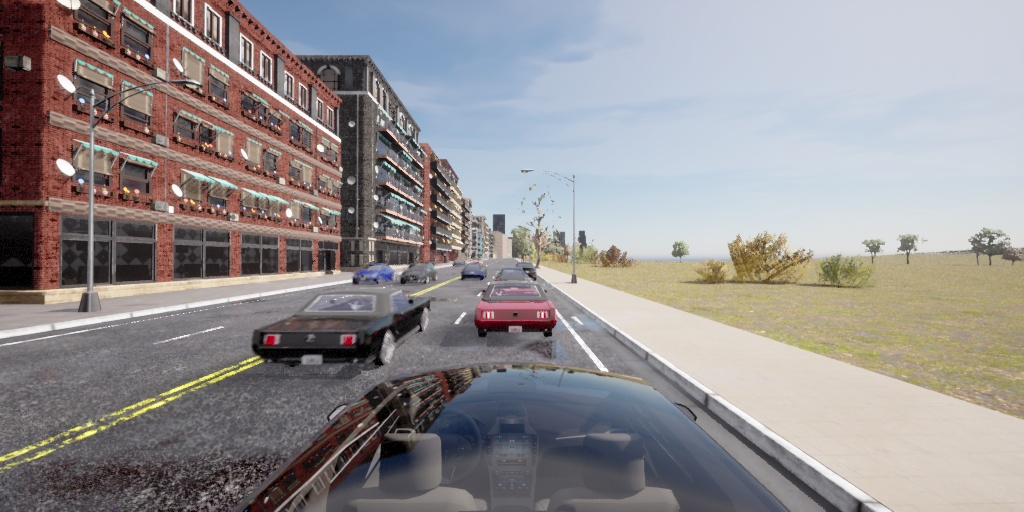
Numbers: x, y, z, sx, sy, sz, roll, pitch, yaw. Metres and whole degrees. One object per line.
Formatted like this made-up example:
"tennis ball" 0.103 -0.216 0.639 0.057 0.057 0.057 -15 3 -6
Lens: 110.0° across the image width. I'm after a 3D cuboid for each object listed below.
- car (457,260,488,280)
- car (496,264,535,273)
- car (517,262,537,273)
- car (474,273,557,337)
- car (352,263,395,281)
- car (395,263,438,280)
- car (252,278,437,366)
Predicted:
"car" -3.244 1.318 31.371 1.994 1.385 4.181 0 0 0
"car" 0.034 1.317 20.277 1.994 1.385 4.181 0 0 0
"car" 1.049 1.259 30.270 1.837 1.490 4.892 0 0 0
"car" 0.074 1.352 10.246 1.895 1.301 4.718 0 0 0
"car" -9.927 1.279 26.145 1.812 1.442 4.674 0 0 0
"car" -6.677 1.258 26.124 1.837 1.490 4.892 0 0 0
"car" -3.170 1.352 7.903 1.895 1.301 4.718 0 0 0
